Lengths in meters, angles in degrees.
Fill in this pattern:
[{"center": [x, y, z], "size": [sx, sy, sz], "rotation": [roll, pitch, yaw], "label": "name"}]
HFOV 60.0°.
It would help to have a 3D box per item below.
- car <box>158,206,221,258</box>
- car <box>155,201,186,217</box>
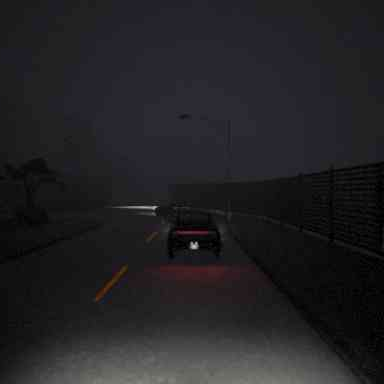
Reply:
[{"center": [0.078, 1.518, 12.960], "size": [2.128, 1.511, 4.902], "rotation": [0, 0, 0], "label": "car"}, {"center": [-1.804, 1.553, 29.555], "size": [2.128, 1.511, 4.902], "rotation": [0, 0, -25], "label": "car"}]
